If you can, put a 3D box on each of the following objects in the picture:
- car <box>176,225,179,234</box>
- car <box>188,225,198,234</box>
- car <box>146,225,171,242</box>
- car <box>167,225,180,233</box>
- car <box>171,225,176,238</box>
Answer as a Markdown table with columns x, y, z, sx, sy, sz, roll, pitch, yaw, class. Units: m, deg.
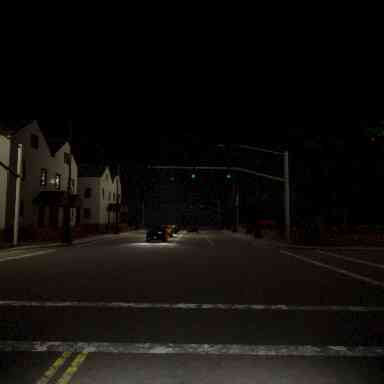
| x | y | z | sx | sy | sz | roll | pitch | yaw | class |
| --- | --- | --- | --- | --- | --- | --- | --- | --- | --- |
| -3.426 | 6.058 | 53.127 | 1.994 | 1.385 | 4.181 | 0 | -5 | 0 | car |
| 0.174 | 6.481 | 57.861 | 2.033 | 1.411 | 5.357 | 0 | -5 | 0 | car |
| -3.496 | 4.250 | 33.646 | 1.837 | 1.490 | 4.892 | 0 | -5 | 0 | car |
| -3.366 | 6.885 | 62.520 | 2.033 | 1.411 | 5.357 | 0 | -5 | 1 | car |
| -3.468 | 5.078 | 43.170 | 1.882 | 1.535 | 5.008 | 0 | -5 | 0 | car |
